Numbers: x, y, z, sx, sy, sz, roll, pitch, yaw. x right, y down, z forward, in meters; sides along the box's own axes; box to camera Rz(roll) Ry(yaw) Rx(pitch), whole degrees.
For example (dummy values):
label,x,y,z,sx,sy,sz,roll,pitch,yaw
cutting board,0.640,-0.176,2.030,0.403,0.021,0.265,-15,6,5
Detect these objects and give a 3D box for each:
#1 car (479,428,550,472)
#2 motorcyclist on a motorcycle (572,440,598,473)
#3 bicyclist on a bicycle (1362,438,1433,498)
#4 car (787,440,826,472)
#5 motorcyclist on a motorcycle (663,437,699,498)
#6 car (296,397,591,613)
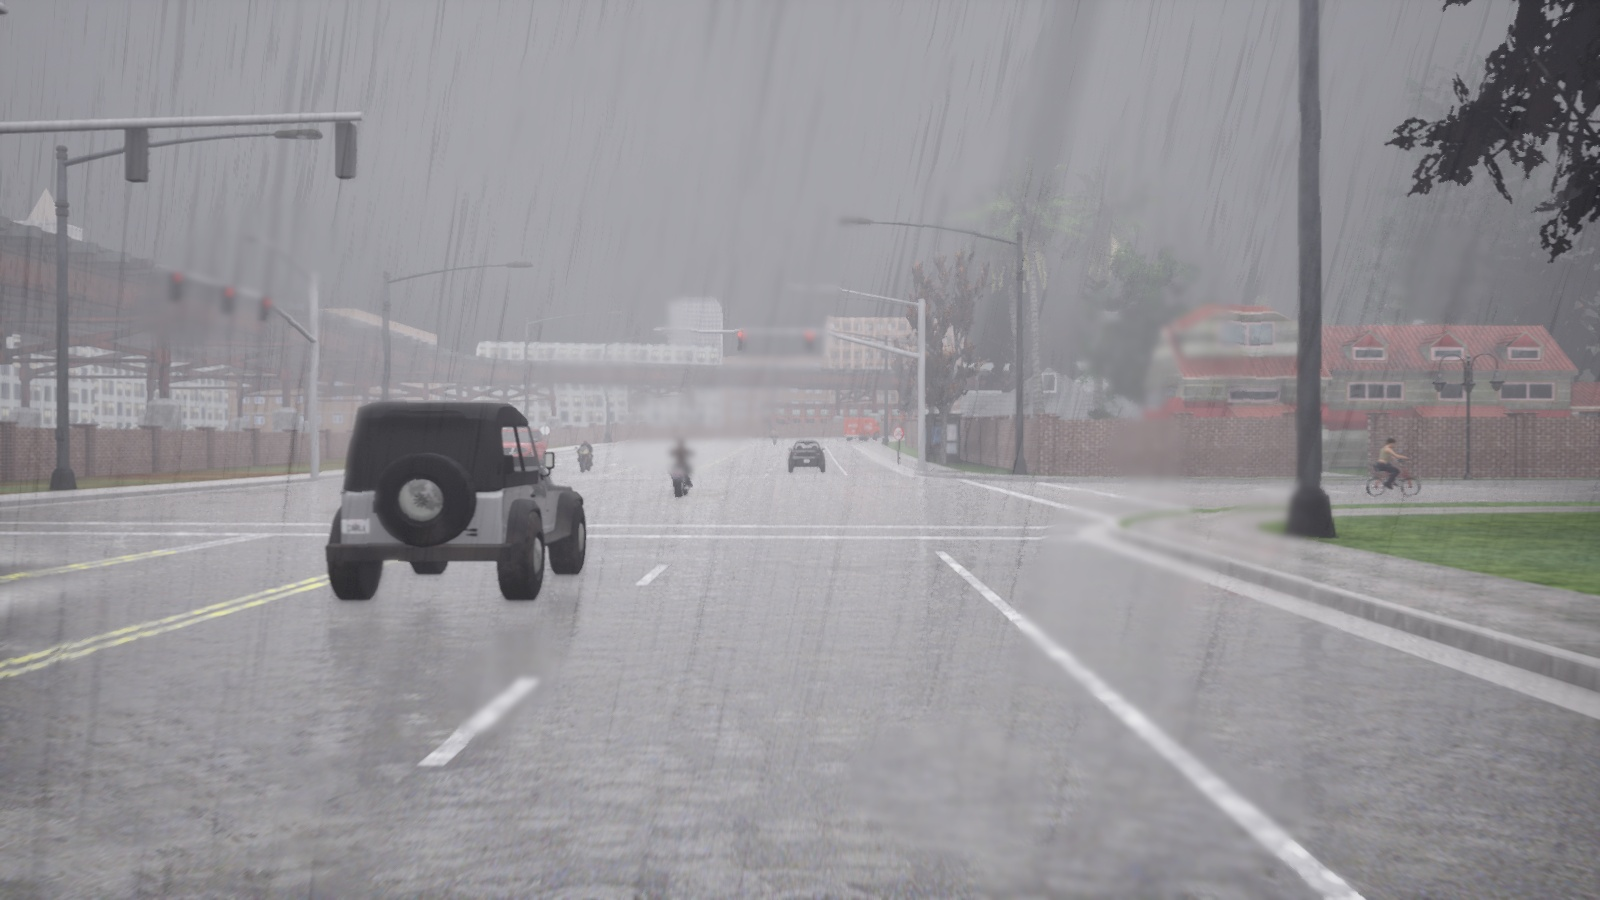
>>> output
label,x,y,z,sx,sy,sz,roll,pitch,yaw
car,-13.682,-0.042,60.553,2.150,2.045,5.566,0,1,0
motorcyclist on a motorcycle,-10.188,0.289,59.603,0.866,1.530,2.191,0,1,0
bicyclist on a bicycle,16.254,0.476,34.160,1.509,1.612,0.866,0,0,-2
car,0.316,0.258,60.238,1.816,1.474,4.193,0,1,0
motorcyclist on a motorcycle,-3.308,0.469,35.165,0.766,1.649,2.350,0,0,0
car,-3.418,0.463,12.853,1.905,1.878,3.866,0,0,0
